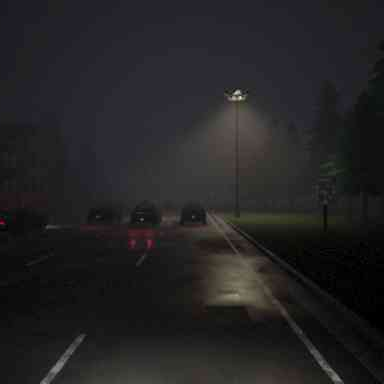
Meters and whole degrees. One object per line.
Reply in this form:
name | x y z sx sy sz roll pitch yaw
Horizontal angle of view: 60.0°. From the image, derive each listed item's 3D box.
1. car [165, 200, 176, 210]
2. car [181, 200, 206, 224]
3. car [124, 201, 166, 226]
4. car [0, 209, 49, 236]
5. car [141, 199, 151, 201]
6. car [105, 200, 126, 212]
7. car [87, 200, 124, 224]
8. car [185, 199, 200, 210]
car | -3.431 1.904 49.724 1.812 1.442 4.674 0 0 0
car | 0.105 1.682 26.798 1.882 1.535 5.008 0 0 0
car | -3.395 1.685 25.203 2.128 1.511 4.902 0 0 0
car | -10.396 1.698 19.625 2.033 1.411 5.357 0 0 0
car | -6.926 1.889 50.067 1.837 1.490 4.892 0 0 0
car | -10.470 1.874 45.683 1.812 1.442 4.674 0 0 0
car | -6.895 1.682 26.792 1.882 1.535 5.008 0 0 0
car | 0.073 1.874 49.992 2.128 1.511 4.902 0 0 0
